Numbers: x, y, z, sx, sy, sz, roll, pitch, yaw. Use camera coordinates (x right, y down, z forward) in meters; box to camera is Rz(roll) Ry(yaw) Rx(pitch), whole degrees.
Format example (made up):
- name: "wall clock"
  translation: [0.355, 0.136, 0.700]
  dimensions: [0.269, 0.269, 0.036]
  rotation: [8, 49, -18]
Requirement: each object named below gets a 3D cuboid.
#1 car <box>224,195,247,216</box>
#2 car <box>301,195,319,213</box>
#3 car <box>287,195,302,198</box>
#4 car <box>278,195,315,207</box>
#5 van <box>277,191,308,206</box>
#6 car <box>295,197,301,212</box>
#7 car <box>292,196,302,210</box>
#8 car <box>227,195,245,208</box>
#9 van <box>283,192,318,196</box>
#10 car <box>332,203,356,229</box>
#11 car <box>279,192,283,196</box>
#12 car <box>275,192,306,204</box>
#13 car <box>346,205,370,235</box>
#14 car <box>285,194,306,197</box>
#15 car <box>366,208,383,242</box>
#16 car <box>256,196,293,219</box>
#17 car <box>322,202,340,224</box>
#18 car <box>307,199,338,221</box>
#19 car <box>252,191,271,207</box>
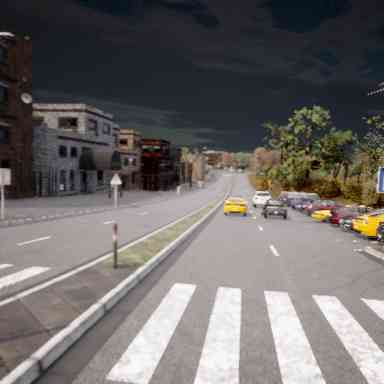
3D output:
- name: "car"
  translation: [4.015, 1.257, 30.529]
  dimensions: [1.882, 1.535, 5.008]
  rotation: [2, 1, 8]
- name: "car"
  translation: [12.821, 1.471, 30.531]
  dimensions: [4.553, 1.767, 2.185]
  rotation: [2, 1, 8]
- name: "car"
  translation: [13.946, 1.506, 38.728]
  dimensions: [4.792, 1.488, 2.163]
  rotation: [2, 1, 8]
- name: "car"
  translation: [15.478, 1.267, 49.636]
  dimensions: [4.892, 1.521, 2.231]
  rotation: [2, 2, 8]
- name: "van"
  translation: [15.755, 0.974, 52.376]
  dimensions: [4.442, 1.987, 1.878]
  rotation: [2, 2, 8]
- name: "car"
  translation: [13.220, 1.599, 33.265]
  dimensions: [4.674, 1.452, 2.002]
  rotation: [2, 1, 8]
- name: "car"
  translation: [13.601, 1.559, 35.992]
  dimensions: [4.674, 1.452, 2.002]
  rotation: [2, 1, 8]
- name: "car"
  translation: [5.687, 1.146, 42.571]
  dimensions: [2.033, 1.411, 5.357]
  rotation: [2, 1, 8]
- name: "van"
  translation: [14.854, 1.158, 44.155]
  dimensions: [4.442, 1.987, 1.878]
  rotation: [2, 1, 8]
- name: "car"
  translation: [11.349, 1.706, 19.617]
  dimensions: [4.892, 1.521, 2.231]
  rotation: [2, 1, 8]
- name: "car"
  translation: [15.098, 1.197, 47.034]
  dimensions: [4.553, 1.767, 2.185]
  rotation: [2, 2, 8]
- name: "car"
  translation: [16.274, 1.010, 55.085]
  dimensions: [4.553, 1.767, 2.185]
  rotation: [2, 2, 8]
- name: "car"
  translation: [10.962, 1.725, 16.891]
  dimensions: [5.008, 1.535, 2.097]
  rotation: [2, 1, 8]
- name: "car"
  translation: [14.381, 1.459, 41.447]
  dimensions: [4.792, 1.488, 2.163]
  rotation: [2, 1, 8]
- name: "car"
  translation: [10.585, 1.744, 14.162]
  dimensions: [4.892, 1.521, 2.231]
  rotation: [2, 1, 8]
- name: "car"
  translation: [7.029, 1.415, 28.760]
  dimensions: [2.128, 1.511, 4.902]
  rotation: [2, 1, 8]
- name: "car"
  translation: [11.746, 1.715, 22.339]
  dimensions: [4.792, 1.488, 2.163]
  rotation: [2, 1, 8]
- name: "car"
  translation: [11.912, 1.647, 25.102]
  dimensions: [5.366, 1.575, 1.946]
  rotation: [2, 1, 8]
- name: "car"
  translation: [9.093, 0.930, 43.336]
  dimensions: [2.150, 2.045, 5.566]
  rotation: [2, 1, 8]
